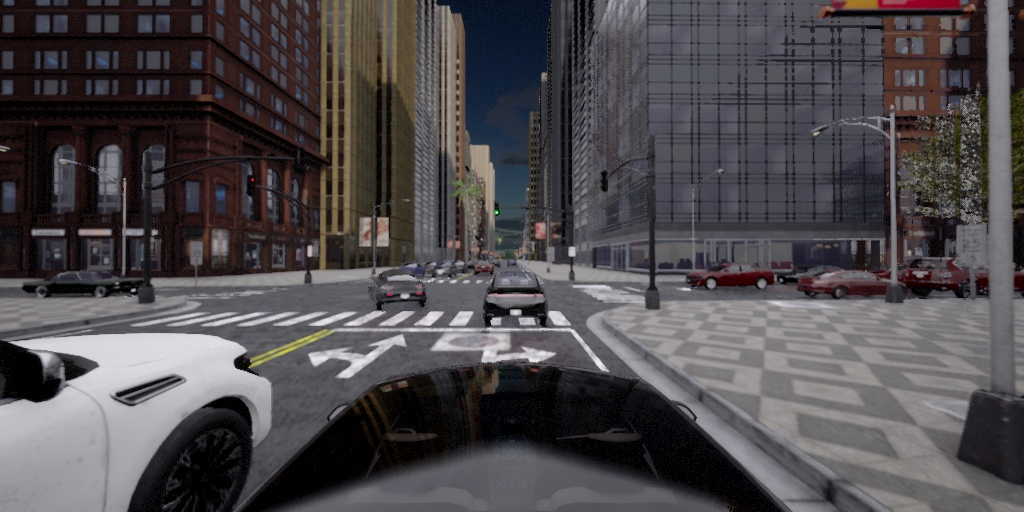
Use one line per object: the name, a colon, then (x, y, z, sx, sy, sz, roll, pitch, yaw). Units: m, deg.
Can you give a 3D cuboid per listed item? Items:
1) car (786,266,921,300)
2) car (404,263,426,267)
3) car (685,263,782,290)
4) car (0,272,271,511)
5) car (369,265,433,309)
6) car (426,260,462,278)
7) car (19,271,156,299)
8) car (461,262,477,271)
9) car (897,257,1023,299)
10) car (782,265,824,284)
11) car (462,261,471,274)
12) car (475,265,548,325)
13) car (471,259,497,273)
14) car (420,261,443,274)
car: (15.316, 1.260, 16.252, 4.207, 1.307, 1.802, 0, 0, -1)
car: (-9.839, 1.372, 35.244, 1.812, 1.442, 4.674, 0, 0, 0)
car: (13.266, 1.214, 22.004, 5.008, 1.535, 1.882, 0, -1, -2)
car: (-3.148, 0.972, 0.726, 2.150, 2.045, 5.566, 0, 0, -1)
car: (-4.890, 1.286, 15.164, 1.812, 1.442, 4.674, 0, 0, -25)
car: (-6.599, 1.338, 35.519, 2.128, 1.511, 4.902, 0, 0, 0)
car: (-21.456, 1.446, 18.273, 4.718, 1.301, 1.895, 0, -1, 0)
car: (-6.506, 1.533, 54.531, 1.895, 1.301, 4.718, 0, 0, 0)
car: (20.954, 0.973, 16.340, 5.009, 1.841, 2.192, 0, 0, -1)
car: (20.824, 1.302, 24.864, 4.313, 1.339, 1.948, 0, 0, -1)
car: (-6.579, 1.410, 44.619, 1.812, 1.442, 4.674, 0, 0, 0)
car: (0.100, 1.246, 11.782, 2.128, 1.511, 4.902, 0, 0, 0)
car: (-3.155, 1.226, 41.898, 2.097, 1.767, 4.553, 0, 0, 0)
car: (-9.829, 1.408, 44.166, 1.812, 1.442, 4.674, 0, 0, 0)
